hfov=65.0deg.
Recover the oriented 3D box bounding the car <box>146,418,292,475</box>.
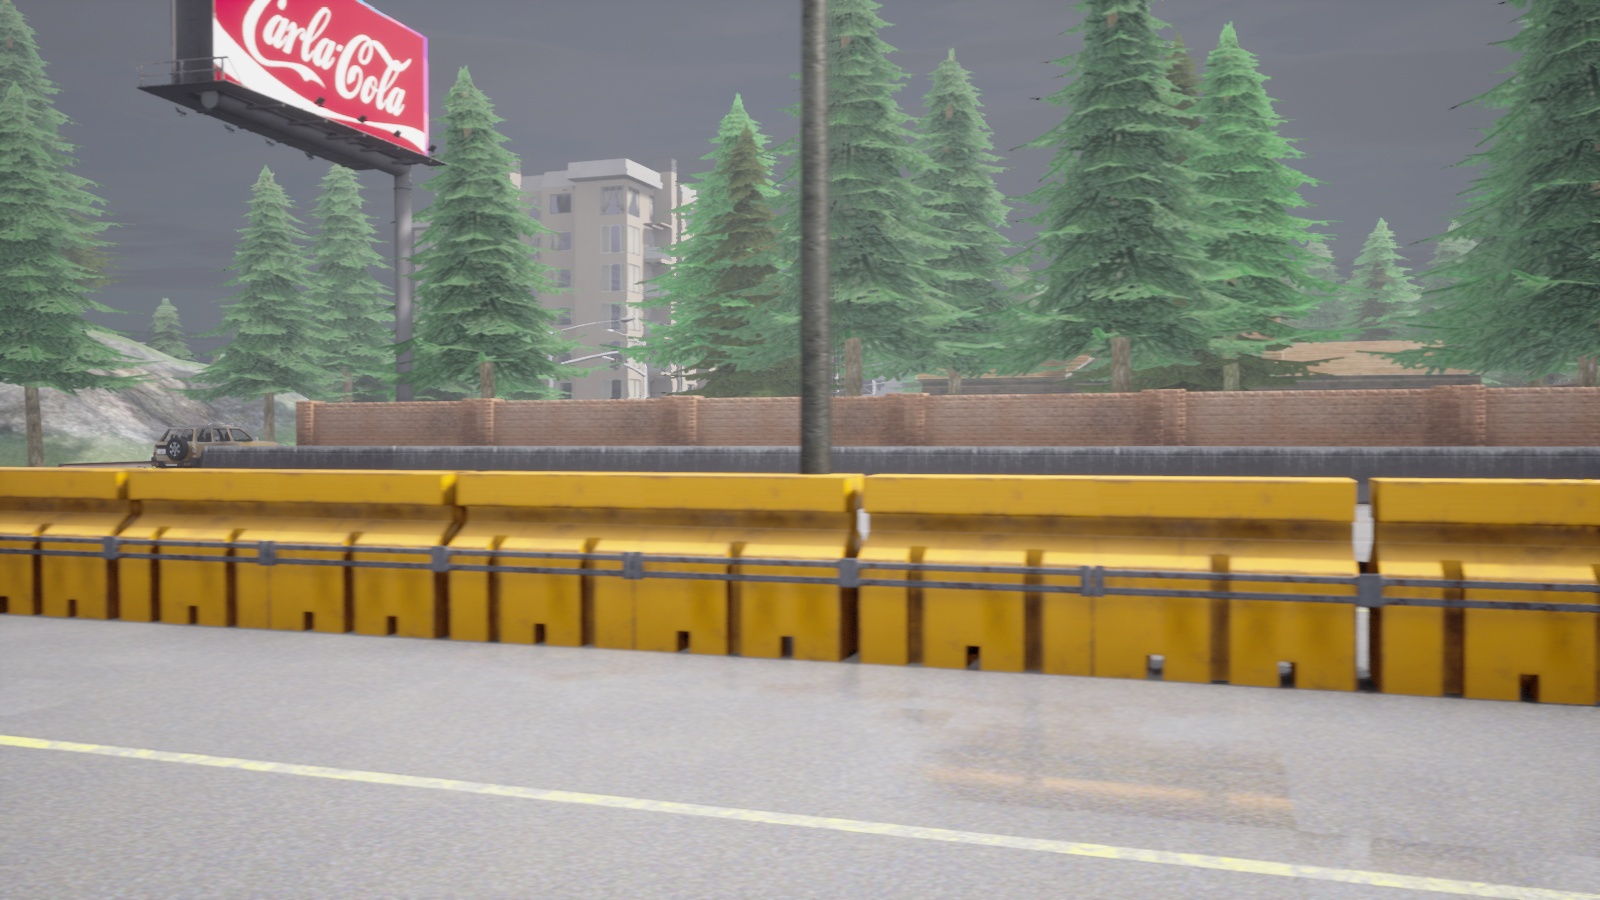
[{"bbox_3d":[-20.025,-0.150,43.531,1.932,1.855,4.605,1,1,19],"label":"car"}]
